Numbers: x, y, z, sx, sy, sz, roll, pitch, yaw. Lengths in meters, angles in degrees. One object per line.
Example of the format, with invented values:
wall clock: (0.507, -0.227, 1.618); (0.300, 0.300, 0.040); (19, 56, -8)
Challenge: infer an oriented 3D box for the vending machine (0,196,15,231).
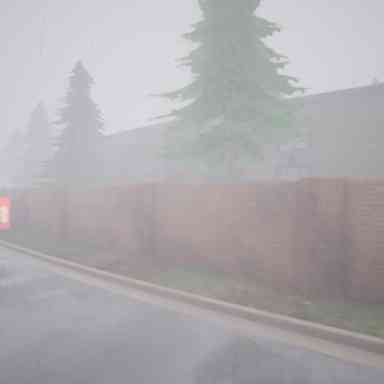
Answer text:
vending machine: (-11.353, 1.266, 19.972); (1.100, 2.100, 0.880); (0, 0, -39)
